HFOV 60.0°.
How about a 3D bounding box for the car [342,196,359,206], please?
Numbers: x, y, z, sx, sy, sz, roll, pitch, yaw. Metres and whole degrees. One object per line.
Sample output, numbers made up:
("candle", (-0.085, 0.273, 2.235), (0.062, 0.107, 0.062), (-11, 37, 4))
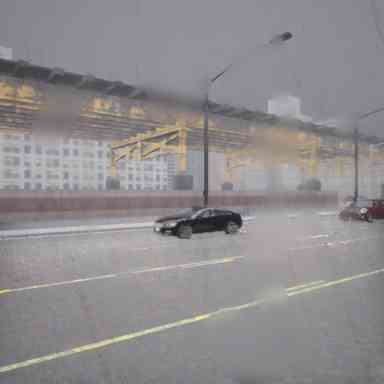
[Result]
("car", (26.764, 1.453, 56.179), (2.038, 1.542, 4.974), (0, 0, 19))

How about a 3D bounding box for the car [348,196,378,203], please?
("car", (30.703, 1.295, 59.847), (4.536, 1.218, 1.853), (0, 0, -6))

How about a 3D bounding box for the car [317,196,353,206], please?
("car", (22.962, 1.453, 53.575), (4.974, 1.542, 2.038), (0, 0, 9))

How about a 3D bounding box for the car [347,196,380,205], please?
("car", (30.754, 1.453, 59.853), (4.974, 1.542, 2.038), (0, 0, -6))

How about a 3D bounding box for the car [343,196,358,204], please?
("car", (26.781, 1.295, 56.228), (1.853, 1.218, 4.536), (0, 0, 19))

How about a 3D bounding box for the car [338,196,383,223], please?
("car", (13.539, 1.351, 25.780), (4.553, 1.767, 2.097), (0, 0, -34))

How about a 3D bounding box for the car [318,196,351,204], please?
("car", (22.910, 1.295, 53.583), (4.536, 1.218, 1.853), (0, 0, 9))

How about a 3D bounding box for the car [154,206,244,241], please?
("car", (0.417, 1.491, 16.956), (4.902, 1.511, 2.128), (0, 0, -34))
